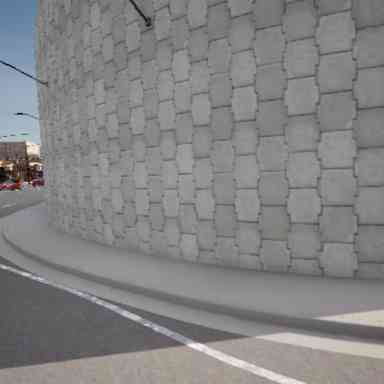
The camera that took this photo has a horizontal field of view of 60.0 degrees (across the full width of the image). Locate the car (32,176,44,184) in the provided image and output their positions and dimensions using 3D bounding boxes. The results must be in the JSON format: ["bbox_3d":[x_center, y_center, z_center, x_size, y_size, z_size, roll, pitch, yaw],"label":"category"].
[{"bbox_3d":[-32.410,-2.333,71.376,2.150,2.045,5.566,-3,4,-7],"label":"car"}]

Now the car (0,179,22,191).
[{"bbox_3d":[-30.589,-1.205,55.997,2.097,1.767,4.553,-3,4,-6],"label":"car"}]
